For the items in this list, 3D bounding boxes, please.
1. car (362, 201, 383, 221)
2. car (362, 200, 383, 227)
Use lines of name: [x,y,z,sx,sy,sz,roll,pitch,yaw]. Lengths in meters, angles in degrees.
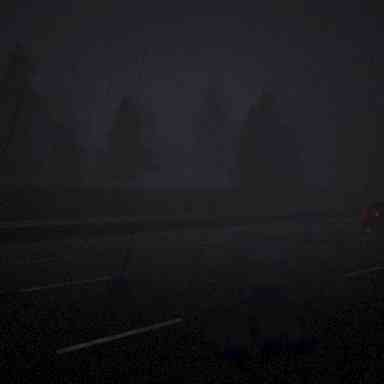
car: [16.856,1.572,28.652,4.892,1.490,1.837,0,0,-35]
car: [13.116,1.402,21.688,4.553,1.767,2.097,0,0,-35]
